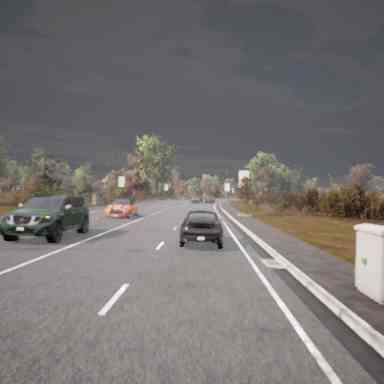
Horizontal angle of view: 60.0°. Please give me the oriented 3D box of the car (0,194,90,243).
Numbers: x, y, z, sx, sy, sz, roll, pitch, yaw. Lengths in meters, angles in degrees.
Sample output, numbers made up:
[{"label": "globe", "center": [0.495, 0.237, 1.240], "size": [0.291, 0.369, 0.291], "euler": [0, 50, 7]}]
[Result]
[{"label": "car", "center": [-6.634, 1.127, 15.817], "size": [2.150, 2.045, 5.566], "euler": [2, -1, 2]}]

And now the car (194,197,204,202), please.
[{"label": "car", "center": [1.956, 2.098, 94.040], "size": [2.033, 1.411, 5.357], "euler": [2, 0, 8]}]

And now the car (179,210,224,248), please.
[{"label": "car", "center": [0.453, 1.626, 15.702], "size": [1.837, 1.490, 4.892], "euler": [2, 0, 2]}]

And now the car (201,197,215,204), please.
[{"label": "car", "center": [4.244, 2.222, 83.425], "size": [2.033, 1.411, 5.357], "euler": [2, 0, 6]}]

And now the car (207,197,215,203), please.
[{"label": "car", "center": [5.478, 2.233, 94.000], "size": [1.994, 1.385, 4.181], "euler": [2, 0, 8]}]

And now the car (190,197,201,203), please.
[{"label": "car", "center": [0.763, 2.172, 83.782], "size": [1.895, 1.301, 4.718], "euler": [2, 0, 6]}]

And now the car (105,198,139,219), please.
[{"label": "car", "center": [-6.124, 1.361, 29.368], "size": [2.097, 1.767, 4.553], "euler": [2, 0, 2]}]
